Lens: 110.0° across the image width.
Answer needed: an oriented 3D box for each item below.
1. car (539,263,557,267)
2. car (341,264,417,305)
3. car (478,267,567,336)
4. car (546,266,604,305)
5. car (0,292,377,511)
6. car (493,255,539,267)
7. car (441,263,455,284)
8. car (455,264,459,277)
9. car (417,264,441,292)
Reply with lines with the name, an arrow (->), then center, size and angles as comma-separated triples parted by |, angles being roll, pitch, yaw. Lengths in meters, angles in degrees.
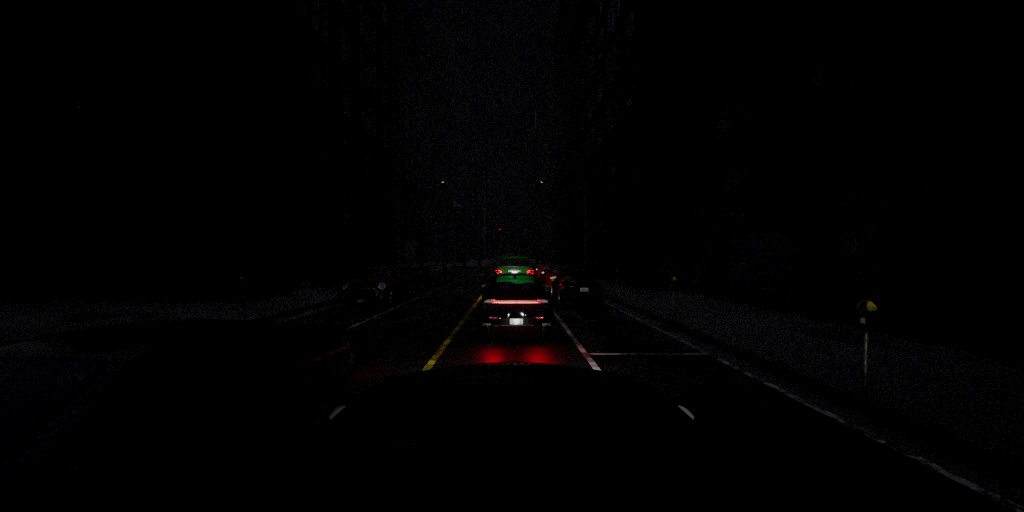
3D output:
car -> 2.746, 1.293, 21.161 | 1.888, 1.381, 4.507 | 0, 0, 0
car -> -5.776, 1.188, 15.650 | 1.967, 1.591, 4.097 | 0, 0, 0
car -> 0.093, 1.240, 10.387 | 2.128, 1.511, 4.902 | 0, 0, 0
car -> 2.750, 1.314, 15.657 | 1.948, 1.339, 4.313 | 0, 0, 0
car -> -3.103, 1.297, 2.766 | 2.033, 1.411, 5.357 | 0, 0, 0
car -> 0.086, 0.970, 20.307 | 2.150, 2.045, 5.566 | 0, 0, -1
car -> -5.784, 1.299, 26.660 | 2.007, 1.370, 4.403 | 0, 0, 0
car -> -5.789, 1.294, 32.166 | 1.888, 1.381, 4.507 | 0, 0, 0
car -> -5.780, 1.314, 21.155 | 1.948, 1.339, 4.313 | 0, 0, 0
